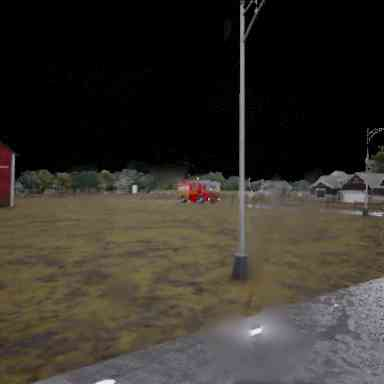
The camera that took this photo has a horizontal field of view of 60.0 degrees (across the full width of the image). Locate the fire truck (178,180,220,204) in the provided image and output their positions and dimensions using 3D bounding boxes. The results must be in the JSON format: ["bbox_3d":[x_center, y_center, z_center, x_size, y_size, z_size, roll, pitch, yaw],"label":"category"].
[{"bbox_3d":[1.069,-0.071,55.734,2.891,3.827,8.468,2,-1,-35],"label":"fire truck"}]
